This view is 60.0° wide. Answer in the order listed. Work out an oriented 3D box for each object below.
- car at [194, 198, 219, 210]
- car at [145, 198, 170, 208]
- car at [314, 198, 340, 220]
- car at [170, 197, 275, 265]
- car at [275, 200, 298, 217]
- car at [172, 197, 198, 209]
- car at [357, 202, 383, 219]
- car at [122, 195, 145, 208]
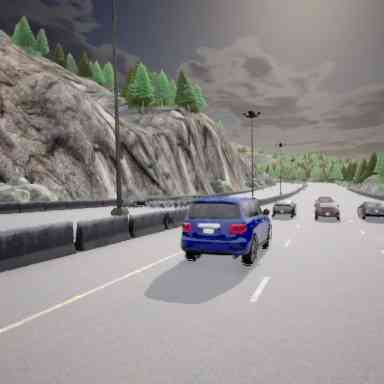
[{"bbox_3d":[1.972,1.480,43.055,1.994,1.385,4.181,0,0,21],"label":"car"},{"bbox_3d":[-4.232,1.508,46.397,1.895,1.301,4.718,0,0,21],"label":"car"},{"bbox_3d":[11.071,1.476,27.318,1.812,1.442,4.674,0,0,21],"label":"car"},{"bbox_3d":[1.441,1.198,11.937,2.150,2.045,5.566,0,0,21],"label":"car"},{"bbox_3d":[8.498,1.434,30.363,2.128,1.511,4.902,0,0,21],"label":"car"},{"bbox_3d":[-0.842,1.418,45.453,1.837,1.490,4.892,0,0,21],"label":"car"},{"bbox_3d":[14.954,1.497,27.649,2.033,1.411,5.357,0,0,21],"label":"car"},{"bbox_3d":[-8.027,1.258,46.320,2.097,1.767,4.553,0,0,22],"label":"car"}]
